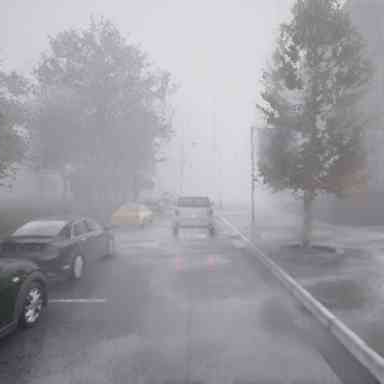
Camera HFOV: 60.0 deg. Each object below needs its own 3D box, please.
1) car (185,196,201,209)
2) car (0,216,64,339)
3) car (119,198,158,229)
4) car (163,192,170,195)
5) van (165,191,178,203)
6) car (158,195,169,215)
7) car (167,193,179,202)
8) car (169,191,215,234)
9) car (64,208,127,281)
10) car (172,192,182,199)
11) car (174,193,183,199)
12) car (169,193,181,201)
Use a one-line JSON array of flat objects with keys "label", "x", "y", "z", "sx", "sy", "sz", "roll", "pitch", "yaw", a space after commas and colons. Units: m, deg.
[{"label": "car", "x": 0.100, "y": 1.275, "z": 41.601, "sx": 1.837, "sy": 1.490, "sz": 4.892, "roll": 0, "pitch": 1, "yaw": 0}, {"label": "car", "x": -3.655, "y": 1.335, "z": 4.058, "sx": 2.185, "sy": 1.767, "sz": 4.553, "roll": 0, "pitch": 0, "yaw": 2}, {"label": "car", "x": -3.645, "y": 1.370, "z": 20.988, "sx": 1.946, "sy": 1.575, "sz": 5.366, "roll": 0, "pitch": 0, "yaw": 2}, {"label": "car", "x": -3.651, "y": 1.202, "z": 48.652, "sx": 2.097, "sy": 1.535, "sz": 5.008, "roll": 0, "pitch": 0, "yaw": 2}, {"label": "van", "x": -3.646, "y": 0.904, "z": 59.913, "sx": 1.878, "sy": 1.987, "sz": 4.442, "roll": 0, "pitch": 0, "yaw": 2}, {"label": "car", "x": -3.650, "y": 1.339, "z": 31.974, "sx": 2.163, "sy": 1.488, "sz": 4.792, "roll": 0, "pitch": 0, "yaw": 2}, {"label": "car", "x": -3.642, "y": 1.092, "z": 65.553, "sx": 1.946, "sy": 1.575, "sz": 5.366, "roll": 0, "pitch": 0, "yaw": 2}, {"label": "car", "x": 0.086, "y": 1.131, "z": 18.624, "sx": 2.150, "sy": 2.045, "sz": 5.566, "roll": 0, "pitch": 1, "yaw": 0}, {"label": "car", "x": -3.653, "y": 1.434, "z": 9.654, "sx": 2.231, "sy": 1.521, "sz": 4.892, "roll": 0, "pitch": 0, "yaw": 2}, {"label": "car", "x": -3.651, "y": 0.876, "z": 82.047, "sx": 2.185, "sy": 1.767, "sz": 4.553, "roll": 0, "pitch": 0, "yaw": 2}, {"label": "car", "x": -3.648, "y": 1.011, "z": 87.647, "sx": 2.002, "sy": 1.452, "sz": 4.674, "roll": 0, "pitch": 0, "yaw": 2}, {"label": "car", "x": -3.650, "y": 1.063, "z": 70.932, "sx": 2.097, "sy": 1.535, "sz": 5.008, "roll": 0, "pitch": 0, "yaw": 2}]
